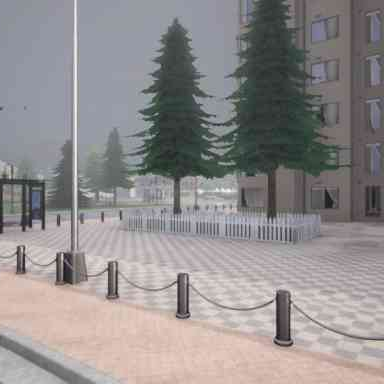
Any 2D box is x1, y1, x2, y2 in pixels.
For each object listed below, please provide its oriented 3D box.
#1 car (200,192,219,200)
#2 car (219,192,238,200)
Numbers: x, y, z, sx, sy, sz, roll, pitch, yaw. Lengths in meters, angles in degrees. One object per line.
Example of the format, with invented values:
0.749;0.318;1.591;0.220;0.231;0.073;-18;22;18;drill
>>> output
5.155;1.383;91.422;3.806;1.475;1.970;0;0;35;car
9.519;1.373;84.721;3.633;1.501;1.845;0;0;35;car
